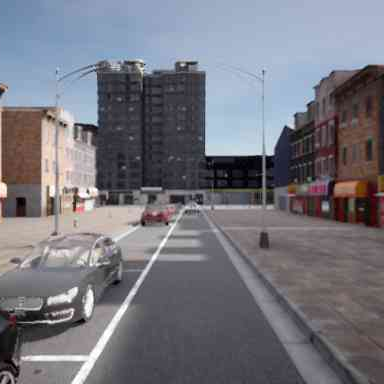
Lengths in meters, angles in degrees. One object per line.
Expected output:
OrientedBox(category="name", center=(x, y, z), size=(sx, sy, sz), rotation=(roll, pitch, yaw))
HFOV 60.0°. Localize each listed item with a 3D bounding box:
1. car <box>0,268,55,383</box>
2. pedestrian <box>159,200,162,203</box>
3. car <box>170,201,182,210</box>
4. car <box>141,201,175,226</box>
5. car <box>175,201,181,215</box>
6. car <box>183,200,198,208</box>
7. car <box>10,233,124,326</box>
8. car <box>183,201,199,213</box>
OrientedBox(category="car", center=(-2.641, 1.590, 1.829), size=(1.947, 1.339, 4.313), rotation=(0, -1, 0))
OrientedBox(category="pedestrian", center=(-2.761, 1.655, 29.407), size=(0.375, 1.860, 0.375), rotation=(0, -1, 0))
OrientedBox(category="car", center=(-2.660, 2.254, 56.346), size=(1.947, 1.339, 4.313), rotation=(0, -1, 0))
OrientedBox(category="car", center=(-2.760, 1.678, 26.602), size=(2.097, 1.767, 4.553), rotation=(0, -1, 0))
OrientedBox(category="car", center=(-2.654, 2.072, 39.990), size=(1.802, 1.307, 4.206), rotation=(0, -1, 0))
OrientedBox(category="car", center=(-0.338, 2.320, 63.200), size=(2.033, 1.411, 5.357), rotation=(0, -1, -10))
OrientedBox(category="car", center=(-2.643, 1.642, 7.281), size=(2.008, 1.369, 4.403), rotation=(0, -1, 0))
OrientedBox(category="car", center=(0.018, 2.143, 44.312), size=(1.895, 1.301, 4.718), rotation=(0, -1, 1))
